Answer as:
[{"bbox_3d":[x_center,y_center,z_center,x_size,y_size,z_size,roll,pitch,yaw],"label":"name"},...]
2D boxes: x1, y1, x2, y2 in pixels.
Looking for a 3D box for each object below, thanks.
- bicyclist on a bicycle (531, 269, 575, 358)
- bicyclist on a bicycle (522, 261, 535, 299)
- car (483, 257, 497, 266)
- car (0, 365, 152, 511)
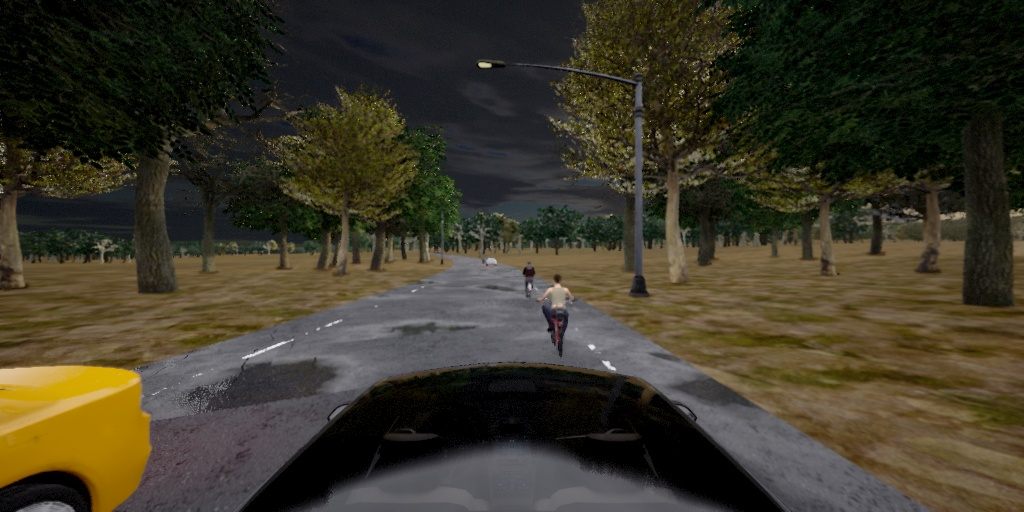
[{"bbox_3d":[0.935,1.177,7.512,0.866,1.612,1.509,0,0,0],"label":"bicyclist on a bicycle"},{"bbox_3d":[0.777,1.093,16.497,0.659,1.776,1.843,0,0,-1],"label":"bicyclist on a bicycle"},{"bbox_3d":[-3.743,0.999,64.220,1.812,1.442,4.674,0,1,-7],"label":"car"},{"bbox_3d":[-3.626,1.238,0.511,1.882,1.535,5.008,0,0,0],"label":"car"}]
